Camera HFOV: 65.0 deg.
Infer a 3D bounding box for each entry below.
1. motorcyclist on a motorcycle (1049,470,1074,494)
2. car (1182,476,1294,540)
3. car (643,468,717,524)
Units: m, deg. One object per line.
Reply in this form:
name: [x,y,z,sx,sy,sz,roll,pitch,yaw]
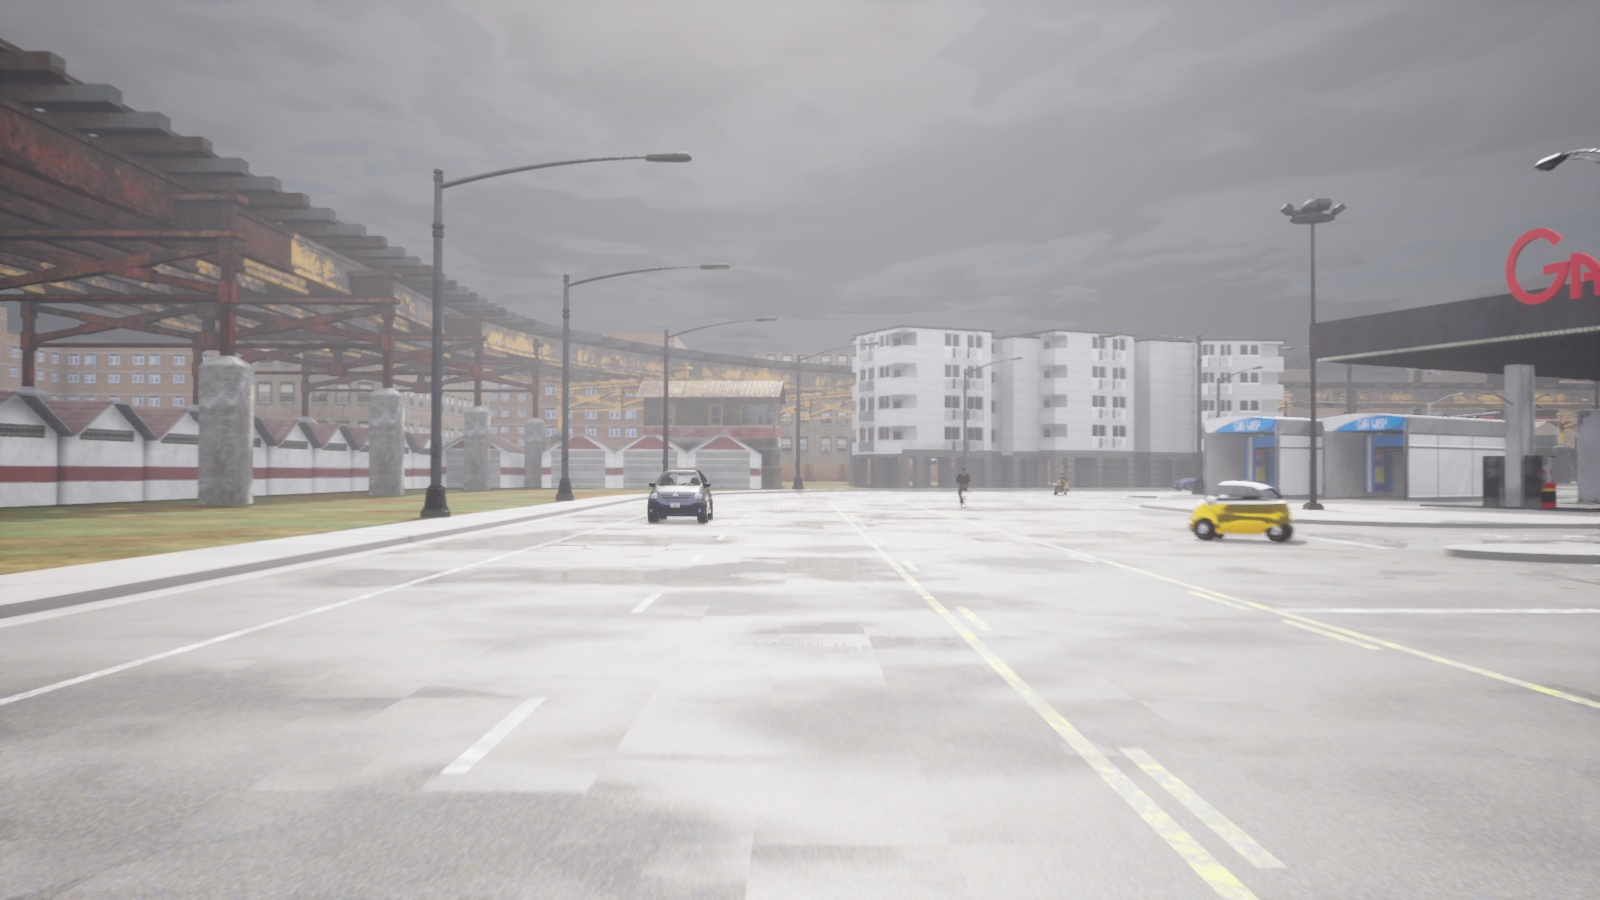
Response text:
motorcyclist on a motorcycle: [17.335,2.115,83.210,0.797,1.523,2.044,0,-1,38]
car: [10.139,1.314,29.058,2.207,1.376,1.481,0,0,31]
car: [-3.591,1.364,38.182,1.851,1.617,3.988,0,-1,0]
